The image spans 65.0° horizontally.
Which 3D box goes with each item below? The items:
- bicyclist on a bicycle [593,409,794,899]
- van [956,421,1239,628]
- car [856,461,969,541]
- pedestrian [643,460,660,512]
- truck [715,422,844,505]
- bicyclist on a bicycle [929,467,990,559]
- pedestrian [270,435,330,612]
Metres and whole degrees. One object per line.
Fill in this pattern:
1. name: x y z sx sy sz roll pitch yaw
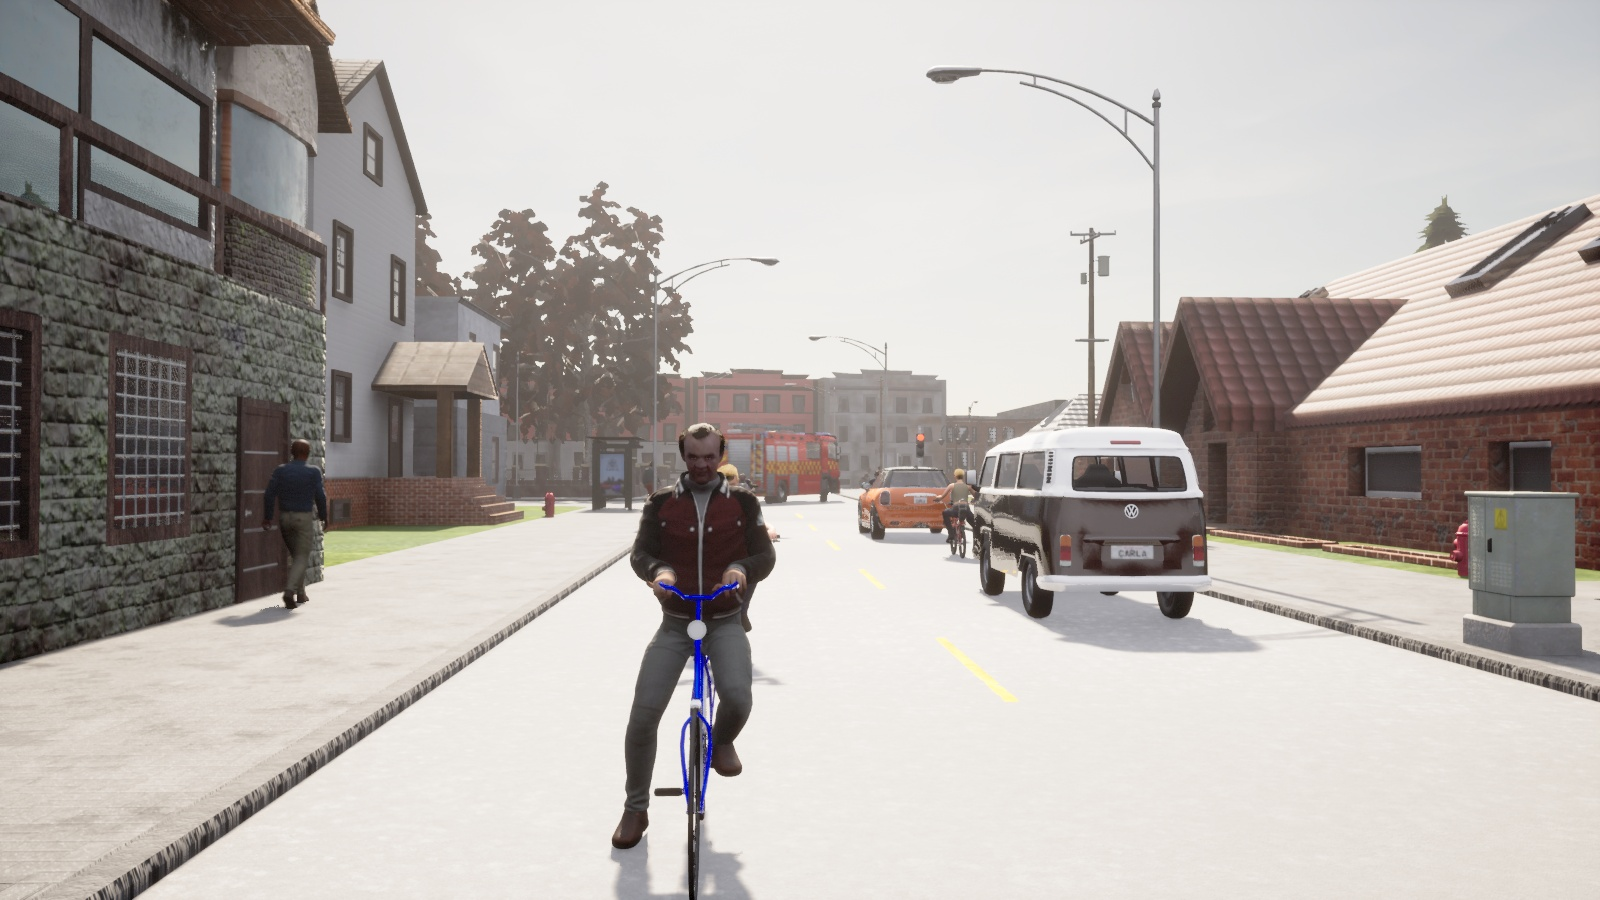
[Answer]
1. bicyclist on a bicycle: -0.398 0.772 5.058 0.659 1.776 1.843 0 -1 -3
2. van: 3.239 0.772 14.712 2.069 2.038 4.480 0 -1 -2
3. car: 2.603 1.169 30.248 2.097 1.767 4.553 0 -1 -3
4. pedestrian: -5.320 1.298 44.926 0.353 1.847 0.614 -1 -1 23
5. truck: -0.857 0.703 62.688 2.891 3.827 8.468 -1 -1 26
6. bicyclist on a bicycle: 2.899 1.124 22.953 0.866 1.612 1.509 0 -1 -2
7. pedestrian: -5.342 0.771 13.440 0.370 1.835 0.726 0 -1 -2
